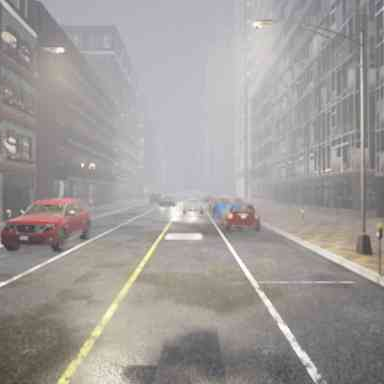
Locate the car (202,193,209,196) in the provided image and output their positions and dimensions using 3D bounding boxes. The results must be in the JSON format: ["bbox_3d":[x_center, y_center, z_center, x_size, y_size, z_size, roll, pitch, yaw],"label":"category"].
[{"bbox_3d":[2.693,1.216,53.307,1.947,1.339,4.313,1,0,0],"label":"car"}]

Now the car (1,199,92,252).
[{"bbox_3d":[-5.677,1.226,13.748,2.192,1.841,5.009,1,0,0],"label":"car"}]

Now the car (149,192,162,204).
[{"bbox_3d":[-5.683,0.965,53.306,2.192,1.841,5.009,1,0,0],"label":"car"}]

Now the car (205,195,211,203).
[{"bbox_3d":[2.695,1.330,36.354,1.947,1.339,4.313,1,0,0],"label":"car"}]

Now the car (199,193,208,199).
[{"bbox_3d":[2.689,1.008,81.562,2.008,1.369,4.403,1,0,0],"label":"car"}]

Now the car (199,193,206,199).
[{"bbox_3d":[2.687,1.001,87.213,1.802,1.307,4.206,1,0,0],"label":"car"}]

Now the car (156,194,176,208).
[{"bbox_3d":[-3.095,1.282,43.169,1.994,1.385,4.181,0,0,0],"label":"car"}]

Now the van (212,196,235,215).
[{"bbox_3d":[2.701,1.179,25.050,1.690,1.788,3.998,1,0,0],"label":"van"}]

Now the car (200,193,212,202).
[{"bbox_3d":[2.693,1.013,64.608,1.967,1.590,4.097,1,0,0],"label":"car"}]

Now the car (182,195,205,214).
[{"bbox_3d":[0.095,1.315,32.446,1.812,1.442,4.674,0,0,0],"label":"car"}]

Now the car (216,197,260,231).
[{"bbox_3d":[2.700,1.315,19.398,1.967,1.590,4.097,1,0,0],"label":"car"}]

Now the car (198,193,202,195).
[{"bbox_3d":[0.011,1.190,48.037,2.163,1.488,4.792,0,0,0],"label":"car"}]

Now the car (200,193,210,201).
[{"bbox_3d":[2.692,0.975,70.259,1.967,1.590,4.097,1,0,0],"label":"car"}]

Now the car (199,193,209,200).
[{"bbox_3d":[2.690,1.047,75.911,2.008,1.369,4.403,1,0,0],"label":"car"}]

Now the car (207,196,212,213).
[{"bbox_3d":[2.696,1.367,30.703,1.947,1.339,4.313,1,0,0],"label":"car"}]

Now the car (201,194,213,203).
[{"bbox_3d":[2.693,1.157,58.957,1.887,1.381,4.507,1,0,0],"label":"car"}]
